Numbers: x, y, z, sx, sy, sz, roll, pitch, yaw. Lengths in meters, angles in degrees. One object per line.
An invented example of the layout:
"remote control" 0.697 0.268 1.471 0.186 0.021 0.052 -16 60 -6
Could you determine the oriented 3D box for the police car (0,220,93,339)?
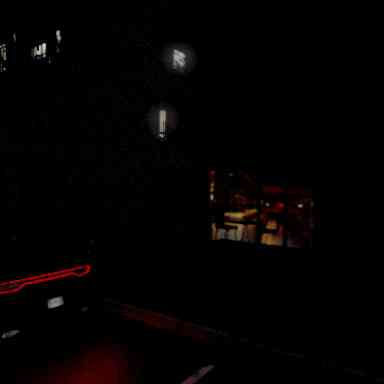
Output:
"police car" -4.083 1.376 6.331 5.238 1.638 1.930 0 0 36
